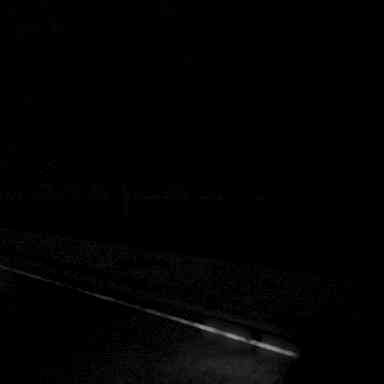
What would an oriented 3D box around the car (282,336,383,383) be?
[{"bbox_3d":[2.743,1.534,1.556,4.674,1.442,1.812,1,0,36],"label":"car"}]
